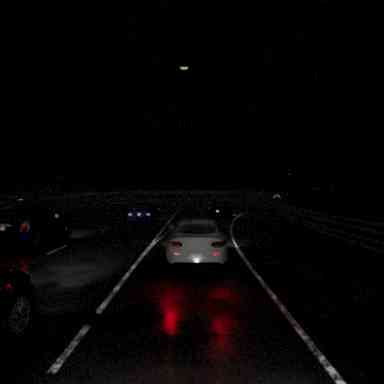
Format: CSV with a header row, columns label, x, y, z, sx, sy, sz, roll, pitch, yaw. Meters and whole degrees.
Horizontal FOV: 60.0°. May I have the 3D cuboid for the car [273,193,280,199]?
label,x,y,z,sx,sy,sz,roll,pitch,yaw
car,23.496,1.181,92.614,1.812,1.442,4.674,-1,1,16

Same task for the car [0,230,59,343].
label,x,y,z,sx,sy,sz,roll,pitch,yaw
car,-3.500,1.492,3.539,2.128,1.511,4.902,0,0,0

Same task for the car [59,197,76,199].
label,x,y,z,sx,sy,sz,roll,pitch,yaw
car,-24.505,1.850,67.791,2.128,1.511,4.902,0,-1,0

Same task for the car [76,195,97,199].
label,x,y,z,sx,sy,sz,roll,pitch,yaw
car,-21.005,1.550,67.766,2.150,2.045,5.566,0,-1,0

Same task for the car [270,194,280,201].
label,x,y,z,sx,sy,sz,roll,pitch,yaw
car,20.539,1.479,82.945,2.128,1.511,4.902,-1,1,17

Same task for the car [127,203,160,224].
label,x,y,z,sx,sy,sz,roll,pitch,yaw
car,-3.502,1.548,24.526,2.033,1.411,5.357,0,0,0

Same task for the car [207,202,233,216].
label,x,y,z,sx,sy,sz,roll,pitch,yaw
car,2.564,1.568,29.860,1.994,1.385,4.181,0,0,12

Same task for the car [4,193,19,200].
label,x,y,z,sx,sy,sz,roll,pitch,yaw
car,-44.069,1.186,81.297,2.150,2.045,5.566,1,1,-15

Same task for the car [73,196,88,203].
label,x,y,z,sx,sy,sz,roll,pitch,yaw
car,-28.006,1.963,83.658,2.097,1.767,4.553,0,-1,0

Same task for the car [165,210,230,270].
label,x,y,z,sx,sy,sz,roll,pitch,yaw
car,0.192,1.524,10.958,1.812,1.442,4.674,0,0,2

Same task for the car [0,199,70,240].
label,x,y,z,sx,sy,sz,roll,pitch,yaw
car,-6.901,1.352,14.208,2.097,1.767,4.553,0,0,0
